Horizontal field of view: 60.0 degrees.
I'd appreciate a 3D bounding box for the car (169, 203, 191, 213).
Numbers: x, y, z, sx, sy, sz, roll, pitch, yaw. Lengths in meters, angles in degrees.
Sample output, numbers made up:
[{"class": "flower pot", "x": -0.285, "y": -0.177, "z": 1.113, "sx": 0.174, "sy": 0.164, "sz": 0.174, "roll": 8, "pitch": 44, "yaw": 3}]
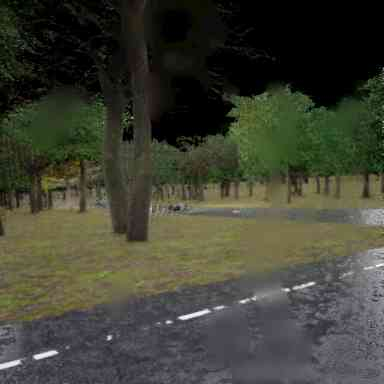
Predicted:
[{"class": "car", "x": -2.103, "y": 2.688, "z": 57.168, "sx": 2.128, "sy": 1.511, "sz": 4.902, "roll": -4, "pitch": 1, "yaw": -36}]
